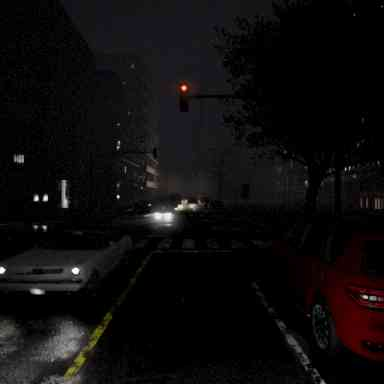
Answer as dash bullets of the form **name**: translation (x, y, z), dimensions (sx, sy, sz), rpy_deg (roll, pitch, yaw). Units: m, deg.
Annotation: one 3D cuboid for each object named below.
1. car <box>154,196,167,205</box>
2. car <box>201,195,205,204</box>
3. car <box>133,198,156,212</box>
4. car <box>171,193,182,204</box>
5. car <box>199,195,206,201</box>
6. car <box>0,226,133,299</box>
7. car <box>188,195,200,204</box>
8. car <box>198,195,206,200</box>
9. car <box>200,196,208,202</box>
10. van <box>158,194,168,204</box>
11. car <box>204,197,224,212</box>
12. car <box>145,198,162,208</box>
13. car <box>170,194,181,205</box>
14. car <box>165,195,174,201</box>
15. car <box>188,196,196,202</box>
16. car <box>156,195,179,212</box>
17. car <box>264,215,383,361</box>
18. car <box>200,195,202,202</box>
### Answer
- **car**: translation (-5.660, 1.474, 60.424), dimensions (1.967, 1.590, 4.097), rpy_deg (0, 0, 0)
- **car**: translation (2.715, 1.546, 49.524), dimensions (1.752, 1.417, 4.829), rpy_deg (0, 0, 0)
- **car**: translation (-5.670, 1.561, 38.292), dimensions (2.008, 1.369, 4.403), rpy_deg (0, 0, 0)
- **car**: translation (-3.037, 1.255, 60.122), dimensions (2.150, 2.045, 5.566), rpy_deg (0, 0, 0)
- **car**: translation (2.733, 1.617, 88.083), dimensions (1.887, 1.381, 4.507), rpy_deg (0, 0, 0)
- **car**: translation (-2.901, 1.601, 8.571), dimensions (1.895, 1.301, 4.718), rpy_deg (0, 0, 2)
- **car**: translation (0.132, 1.604, 66.004), dimensions (1.994, 1.385, 4.181), rpy_deg (0, 0, 0)
- **car**: translation (2.736, 1.634, 93.615), dimensions (2.008, 1.369, 4.403), rpy_deg (0, 0, 0)
- **car**: translation (2.728, 1.580, 77.187), dimensions (1.752, 1.417, 4.829), rpy_deg (0, 0, 0)
- **van**: translation (-5.657, 1.381, 65.957), dimensions (1.690, 1.788, 3.998), rpy_deg (0, 0, 0)
- **car**: translation (2.710, 1.555, 38.288), dimensions (1.887, 1.381, 4.507), rpy_deg (0, 0, 0)
- **car**: translation (-5.665, 1.571, 49.358), dimensions (2.008, 1.369, 4.403), rpy_deg (0, 0, 0)
- **car**: translation (-3.062, 1.498, 49.409), dimensions (1.882, 1.535, 5.008), rpy_deg (0, 0, 0)
- **car**: translation (-5.650, 1.503, 82.554), dimensions (1.967, 1.590, 4.097), rpy_deg (0, 0, 0)
- **car**: translation (0.040, 1.654, 79.369), dimensions (1.895, 1.301, 4.718), rpy_deg (0, 0, 0)
- **car**: translation (-3.074, 1.503, 39.188), dimensions (2.128, 1.511, 4.902), rpy_deg (0, 0, 2)
- **car**: translation (2.696, 1.315, 5.900), dimensions (2.192, 1.841, 5.009), rpy_deg (0, 0, 0)
- **car**: translation (2.723, 1.622, 65.951), dimensions (1.802, 1.307, 4.206), rpy_deg (0, 0, 0)
